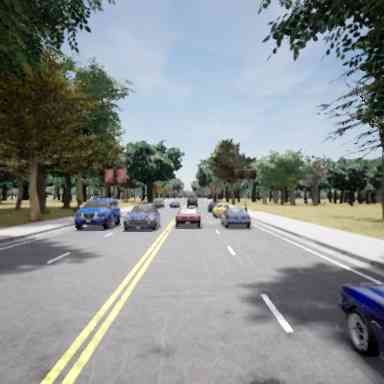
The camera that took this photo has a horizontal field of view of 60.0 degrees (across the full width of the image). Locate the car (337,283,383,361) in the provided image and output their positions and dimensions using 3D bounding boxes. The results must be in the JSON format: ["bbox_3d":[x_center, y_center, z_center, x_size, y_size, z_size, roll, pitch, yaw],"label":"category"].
[{"bbox_3d":[3.251,1.642,3.217,1.895,1.301,4.718,0,-1,0],"label":"car"}]

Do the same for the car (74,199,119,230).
[{"bbox_3d":[-6.599,1.531,23.953,2.150,2.045,5.566,0,-1,0],"label":"car"}]

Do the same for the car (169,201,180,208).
[{"bbox_3d":[-3.275,2.414,64.238,1.994,1.385,4.181,0,-1,1],"label":"car"}]

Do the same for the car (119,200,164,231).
[{"bbox_3d":[-3.349,1.649,22.974,2.097,1.767,4.553,0,-1,0],"label":"car"}]

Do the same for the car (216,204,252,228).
[{"bbox_3d":[3.253,1.873,25.186,2.033,1.411,5.357,0,-1,0],"label":"car"}]

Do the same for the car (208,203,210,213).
[{"bbox_3d":[3.253,2.047,47.186,2.033,1.649,4.856,0,-1,0],"label":"car"}]

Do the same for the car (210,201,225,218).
[{"bbox_3d":[3.253,1.927,36.376,1.801,1.575,5.366,0,-1,0],"label":"car"}]

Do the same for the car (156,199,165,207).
[{"bbox_3d":[-6.513,2.220,65.484,2.097,1.767,4.553,0,-1,0],"label":"car"}]

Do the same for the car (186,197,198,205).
[{"bbox_3d":[0.074,2.092,65.680,2.150,2.045,5.566,0,-1,1],"label":"car"}]

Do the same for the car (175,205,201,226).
[{"bbox_3d":[-0.225,1.939,26.137,1.895,1.301,4.718,0,-1,1],"label":"car"}]
